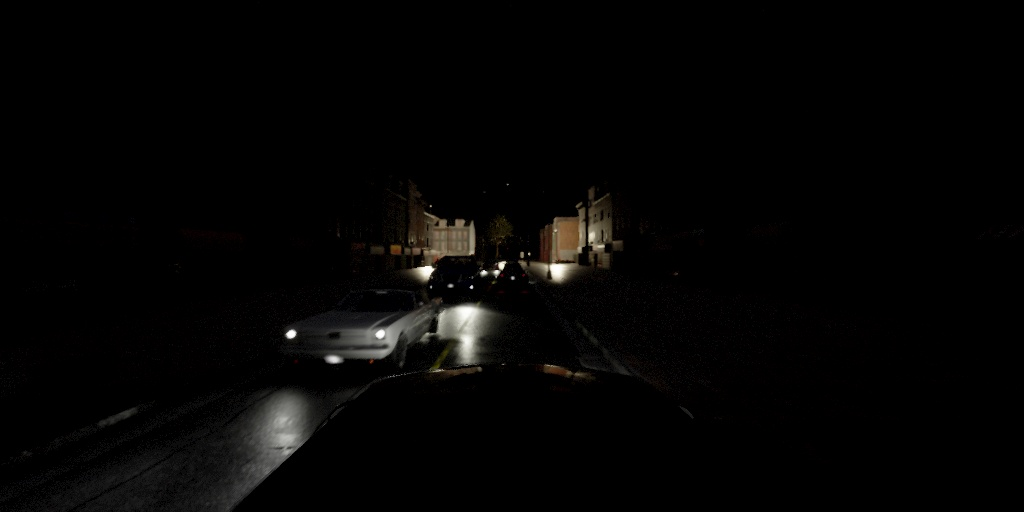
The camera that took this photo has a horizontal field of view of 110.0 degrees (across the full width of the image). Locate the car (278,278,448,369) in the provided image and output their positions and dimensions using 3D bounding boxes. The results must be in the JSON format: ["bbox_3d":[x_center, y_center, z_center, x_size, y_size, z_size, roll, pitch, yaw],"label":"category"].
[{"bbox_3d":[-2.850,1.347,7.944,1.895,1.301,4.718,0,0,0],"label":"car"}]

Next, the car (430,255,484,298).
[{"bbox_3d":[-2.804,0.961,18.712,2.150,2.045,5.566,0,0,-2],"label":"car"}]

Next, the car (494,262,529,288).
[{"bbox_3d":[0.058,1.301,23.647,1.994,1.385,4.181,0,0,0],"label":"car"}]

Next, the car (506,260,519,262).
[{"bbox_3d":[0.054,1.205,41.717,1.882,1.535,5.008,0,0,0],"label":"car"}]

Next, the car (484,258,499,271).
[{"bbox_3d":[-2.860,1.078,49.176,2.097,1.767,4.553,0,0,0],"label":"car"}]
